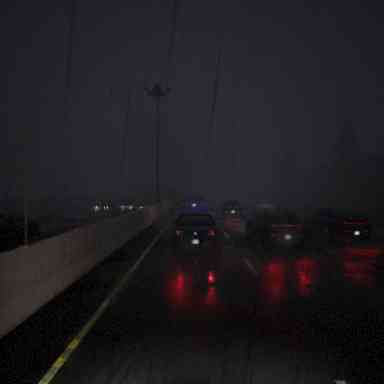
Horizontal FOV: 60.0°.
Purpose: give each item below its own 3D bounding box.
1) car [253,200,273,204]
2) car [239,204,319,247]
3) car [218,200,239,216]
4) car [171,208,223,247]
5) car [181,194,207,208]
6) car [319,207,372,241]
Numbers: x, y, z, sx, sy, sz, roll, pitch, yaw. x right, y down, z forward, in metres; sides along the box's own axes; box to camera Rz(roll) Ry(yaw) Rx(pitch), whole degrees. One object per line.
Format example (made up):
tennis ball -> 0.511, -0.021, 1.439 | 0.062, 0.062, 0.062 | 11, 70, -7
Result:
car -> 7.188, 1.535, 33.323 | 1.812, 1.442, 4.674 | 0, 0, 0
car -> 3.641, 1.496, 14.988 | 2.128, 1.511, 4.902 | 0, 0, 0
car -> 3.697, 1.512, 32.176 | 1.837, 1.490, 4.892 | 0, 0, 0
car -> 0.141, 1.602, 14.899 | 1.895, 1.301, 4.718 | 0, 0, 0
car -> 0.195, 1.225, 31.403 | 2.150, 2.045, 5.566 | 0, 0, 0
car -> 7.147, 1.514, 16.806 | 1.837, 1.490, 4.892 | 0, 0, 0
